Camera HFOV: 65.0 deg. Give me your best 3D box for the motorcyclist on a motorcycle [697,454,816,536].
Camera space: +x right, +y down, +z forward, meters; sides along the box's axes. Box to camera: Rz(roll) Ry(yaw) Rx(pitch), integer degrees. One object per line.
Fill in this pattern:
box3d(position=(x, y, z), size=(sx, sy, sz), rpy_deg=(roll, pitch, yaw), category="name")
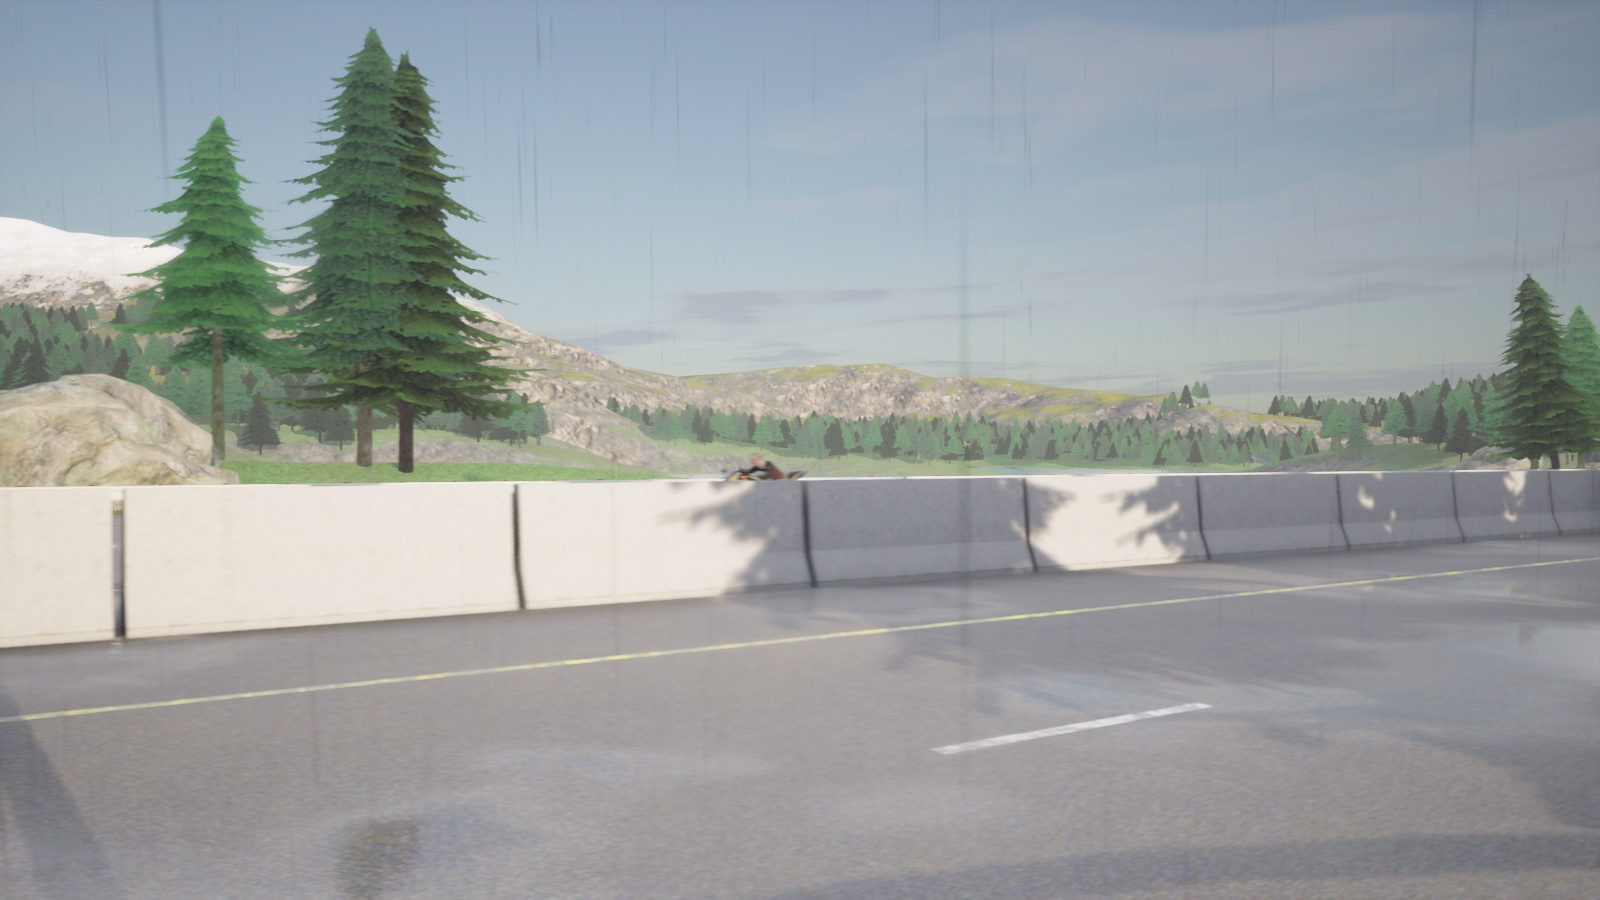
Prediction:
box3d(position=(-0.834, 0.841, 24.399), size=(2.191, 1.530, 0.866), rpy_deg=(0, 0, -35), category="motorcyclist on a motorcycle")
